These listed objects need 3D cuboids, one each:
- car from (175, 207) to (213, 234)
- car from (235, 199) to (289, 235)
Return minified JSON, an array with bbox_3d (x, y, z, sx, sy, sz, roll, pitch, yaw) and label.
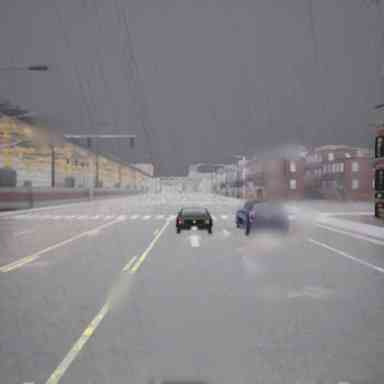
[{"bbox_3d":[0.109,1.459,18.279,1.895,1.301,4.718,0,0,0],"label":"car"},{"bbox_3d":[3.608,1.214,17.818,2.097,1.767,4.553,0,0,-1],"label":"car"}]
